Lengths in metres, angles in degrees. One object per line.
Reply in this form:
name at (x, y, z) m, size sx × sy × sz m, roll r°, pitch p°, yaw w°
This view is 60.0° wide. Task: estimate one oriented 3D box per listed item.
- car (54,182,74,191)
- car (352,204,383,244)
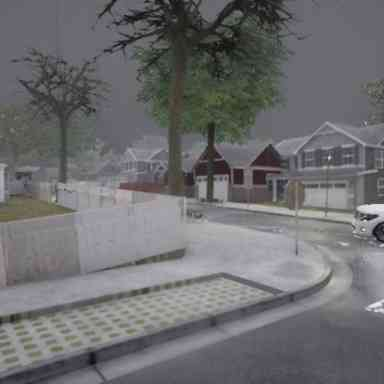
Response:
car at (-18.118, -0.676, 47.028) m, size 2.128 × 1.511 × 4.902 m, roll 0°, pitch 2°, yaw -35°
car at (8.939, 0.938, 12.085) m, size 5.566 × 2.045 × 2.150 m, roll 2°, pitch 6°, yaw 20°
